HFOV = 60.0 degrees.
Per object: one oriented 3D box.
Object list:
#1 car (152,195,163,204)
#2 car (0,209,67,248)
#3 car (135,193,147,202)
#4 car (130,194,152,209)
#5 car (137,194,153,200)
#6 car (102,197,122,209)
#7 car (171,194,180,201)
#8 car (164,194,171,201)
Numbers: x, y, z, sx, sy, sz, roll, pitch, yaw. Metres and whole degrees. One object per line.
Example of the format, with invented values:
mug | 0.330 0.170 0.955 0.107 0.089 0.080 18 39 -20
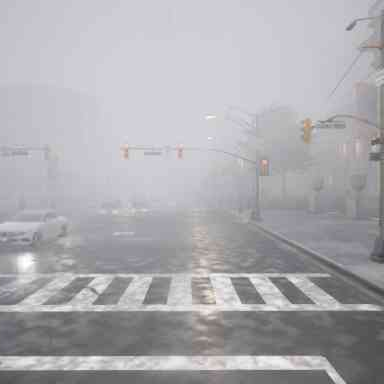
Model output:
car | -7.211 1.477 64.276 1.882 1.535 5.008 0 0 0
car | -7.110 1.525 14.918 1.812 1.442 4.674 0 0 0
car | -11.694 1.225 76.301 2.150 2.045 5.566 0 0 -14
car | -7.175 1.477 46.479 1.882 1.535 5.008 0 0 0
car | -13.276 1.427 94.429 1.882 1.535 5.008 0 0 -43
car | -10.672 1.477 44.531 1.882 1.535 5.008 0 0 0
car | -5.062 1.355 88.302 2.097 1.767 4.553 0 0 -29
car | -7.713 1.595 85.813 1.895 1.301 4.718 0 0 -25
